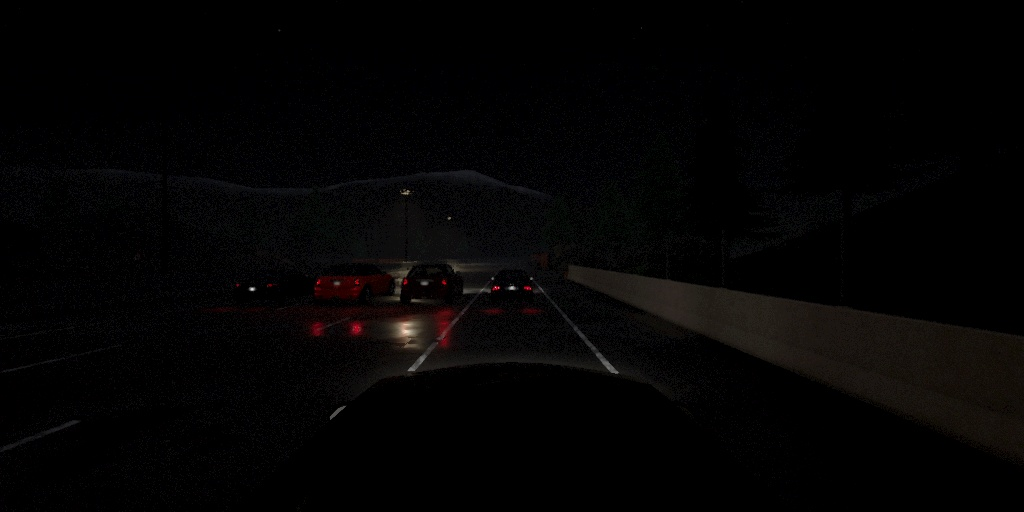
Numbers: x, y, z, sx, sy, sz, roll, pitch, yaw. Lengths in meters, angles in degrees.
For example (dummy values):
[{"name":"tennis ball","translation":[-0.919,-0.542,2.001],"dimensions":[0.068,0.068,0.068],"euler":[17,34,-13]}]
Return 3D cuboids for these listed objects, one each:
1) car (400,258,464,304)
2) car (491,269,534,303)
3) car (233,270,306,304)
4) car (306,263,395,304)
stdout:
[{"name":"car","translation":[-3.500,1.115,16.470],"dimensions":[2.097,1.767,4.553],"euler":[0,0,0]},{"name":"car","translation":[0.000,1.312,16.500],"dimensions":[2.033,1.411,5.357],"euler":[0,0,0]},{"name":"car","translation":[-10.500,1.321,16.500],"dimensions":[1.994,1.385,4.181],"euler":[0,0,0]},{"name":"car","translation":[-7.000,1.115,16.470],"dimensions":[2.097,1.767,4.553],"euler":[0,0,0]}]
